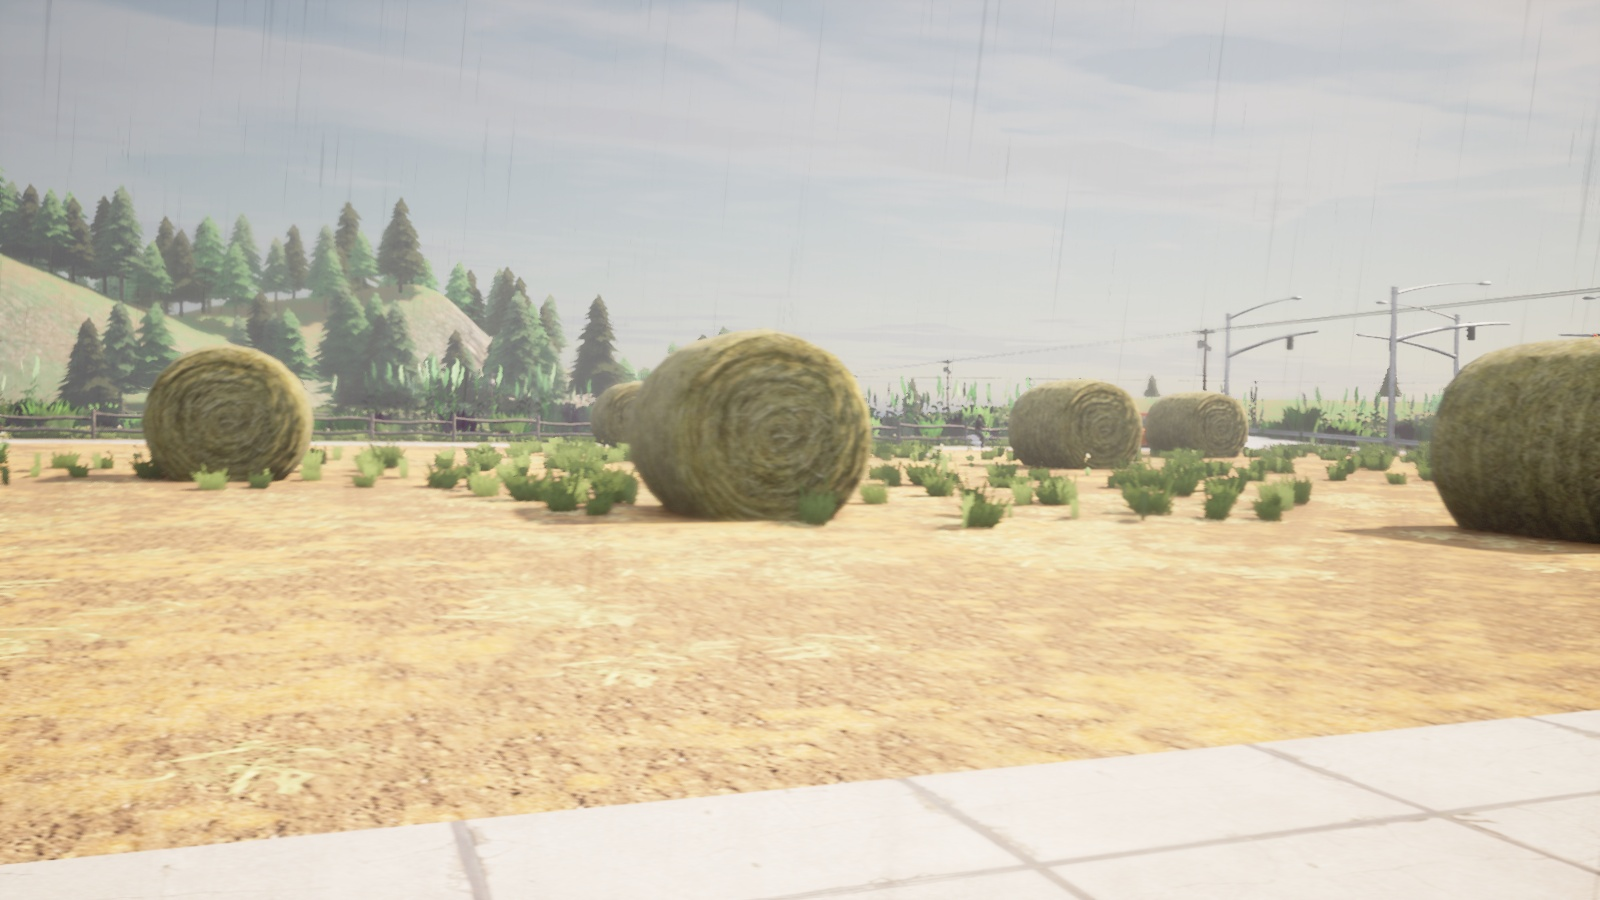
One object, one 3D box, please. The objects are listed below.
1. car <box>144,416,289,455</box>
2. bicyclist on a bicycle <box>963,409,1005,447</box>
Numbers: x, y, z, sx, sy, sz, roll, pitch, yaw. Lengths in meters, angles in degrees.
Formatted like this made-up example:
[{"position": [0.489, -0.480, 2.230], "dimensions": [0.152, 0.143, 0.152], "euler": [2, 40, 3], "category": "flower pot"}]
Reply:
[{"position": [-24.762, -0.637, 53.487], "dimensions": [5.366, 1.575, 1.801], "euler": [-1, 2, -17], "category": "car"}, {"position": [8.795, -1.074, 60.039], "dimensions": [1.843, 1.776, 0.659], "euler": [-1, 2, -17], "category": "bicyclist on a bicycle"}]
